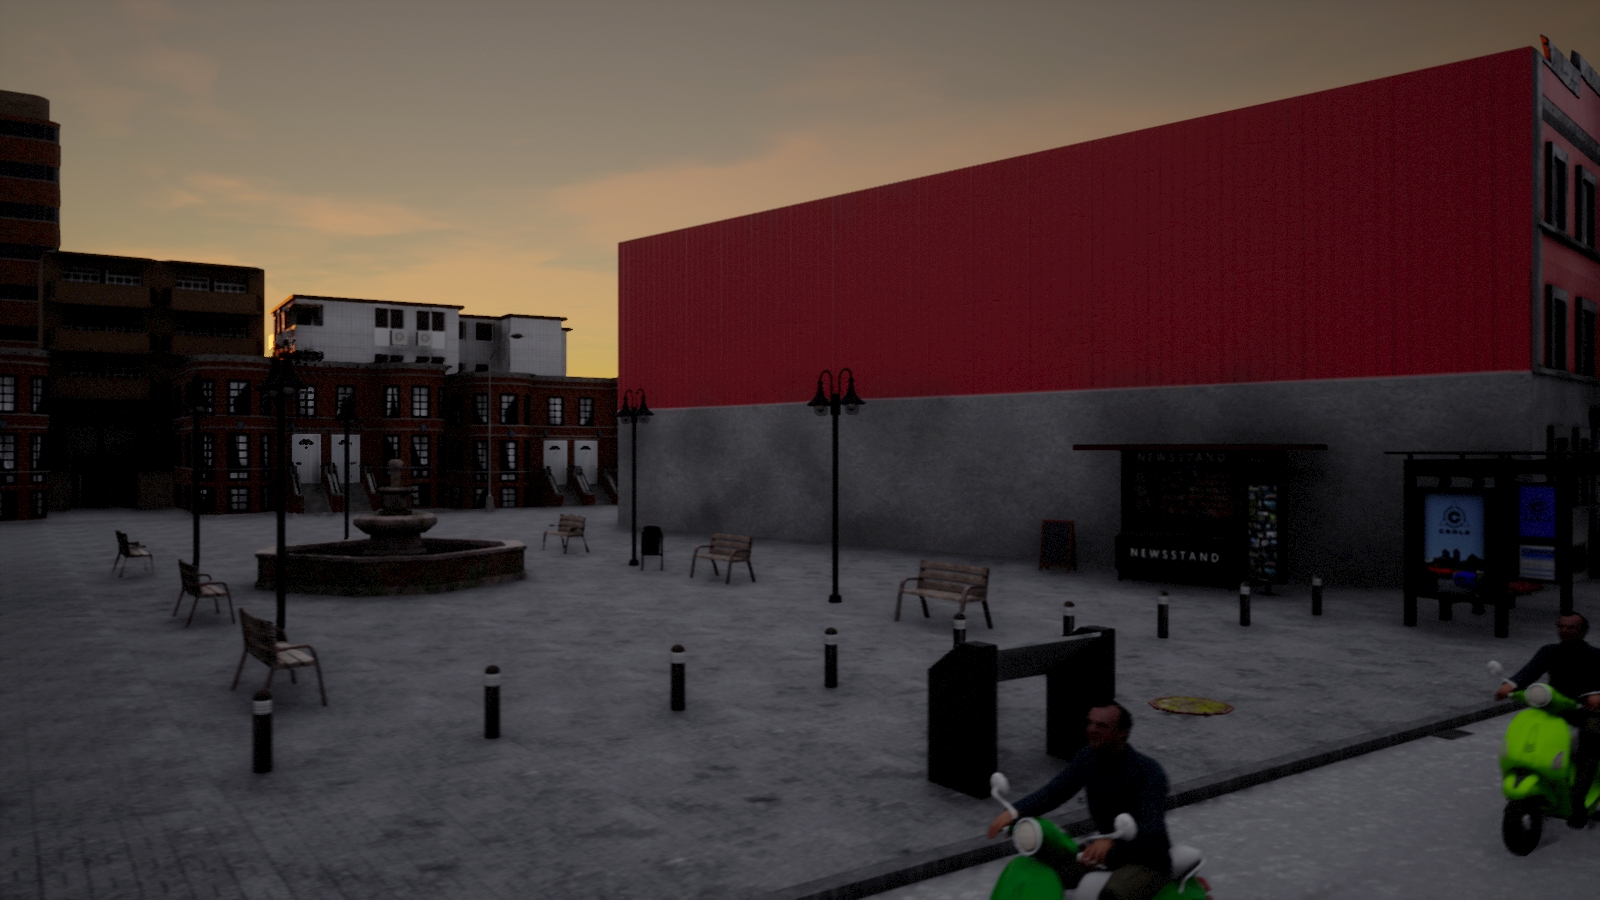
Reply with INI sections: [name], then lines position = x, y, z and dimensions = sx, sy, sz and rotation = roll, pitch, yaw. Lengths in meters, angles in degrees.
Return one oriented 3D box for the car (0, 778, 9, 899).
[car]
position = -4.061, 1.842, 1.557
dimensions = 4.892, 1.480, 2.231
rotation = 0, 0, -35
